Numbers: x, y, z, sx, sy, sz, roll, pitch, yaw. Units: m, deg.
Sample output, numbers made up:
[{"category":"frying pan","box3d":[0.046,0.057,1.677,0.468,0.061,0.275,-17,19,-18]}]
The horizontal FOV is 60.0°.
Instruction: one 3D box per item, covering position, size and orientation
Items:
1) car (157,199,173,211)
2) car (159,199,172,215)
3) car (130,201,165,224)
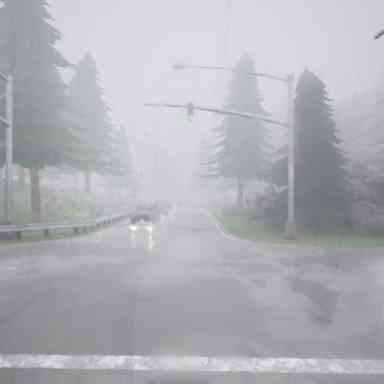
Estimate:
[{"category":"car","box3d":[-3.874,1.746,46.713,1.882,1.535,5.008,0,0,-9]},{"category":"car","box3d":[-3.631,1.774,36.518,1.994,1.385,4.181,0,0,0]},{"category":"car","box3d":[-3.597,1.701,26.596,2.033,1.411,5.357,0,0,0]}]
